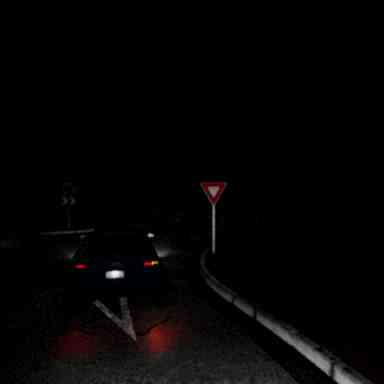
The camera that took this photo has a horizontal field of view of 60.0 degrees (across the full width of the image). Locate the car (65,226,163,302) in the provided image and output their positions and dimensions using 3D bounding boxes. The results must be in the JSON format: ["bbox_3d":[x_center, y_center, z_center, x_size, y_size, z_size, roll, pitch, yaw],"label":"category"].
[{"bbox_3d":[-1.872,1.551,8.365,1.994,1.385,4.181,0,0,-11],"label":"car"}]
